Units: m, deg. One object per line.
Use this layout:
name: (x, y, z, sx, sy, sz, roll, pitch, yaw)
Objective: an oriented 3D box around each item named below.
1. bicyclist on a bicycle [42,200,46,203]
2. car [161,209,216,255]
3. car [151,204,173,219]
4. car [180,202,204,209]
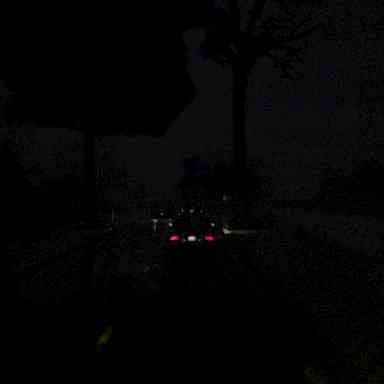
bicyclist on a bicycle: (-20.049, 1.872, 44.988, 0.582, 1.620, 1.656, 0, 0, 0)
car: (-0.006, 1.680, 13.983, 2.033, 1.411, 5.357, 0, -1, 0)
car: (-2.771, 1.869, 32.165, 1.994, 1.385, 4.181, 0, -1, 0)
car: (-0.011, 1.624, 29.067, 2.097, 1.767, 4.553, 0, -1, 0)
